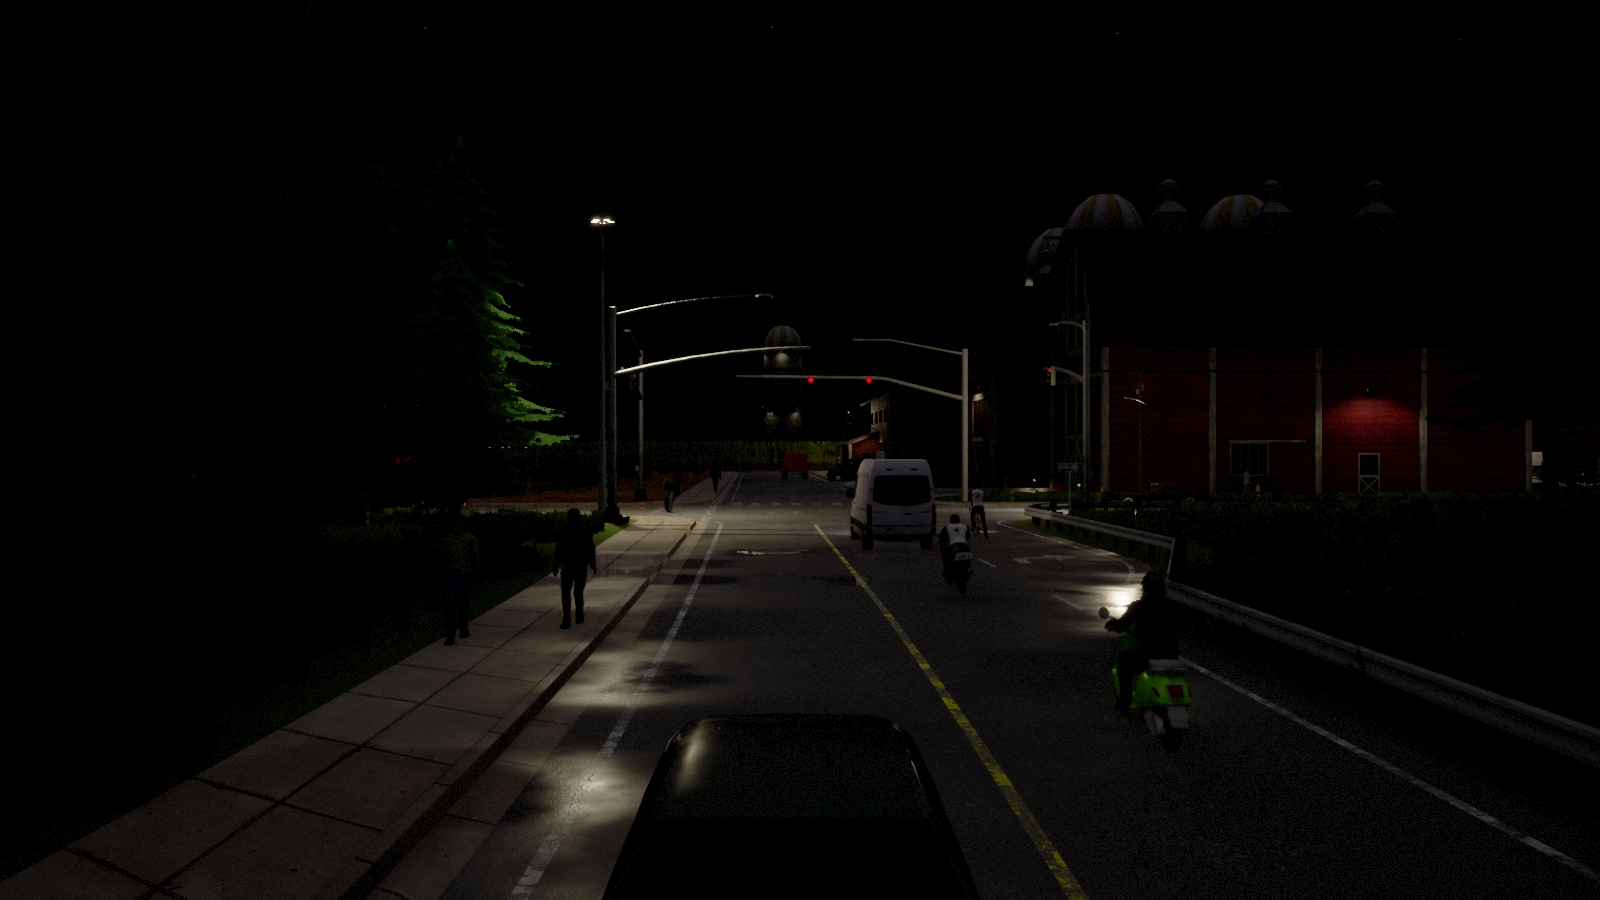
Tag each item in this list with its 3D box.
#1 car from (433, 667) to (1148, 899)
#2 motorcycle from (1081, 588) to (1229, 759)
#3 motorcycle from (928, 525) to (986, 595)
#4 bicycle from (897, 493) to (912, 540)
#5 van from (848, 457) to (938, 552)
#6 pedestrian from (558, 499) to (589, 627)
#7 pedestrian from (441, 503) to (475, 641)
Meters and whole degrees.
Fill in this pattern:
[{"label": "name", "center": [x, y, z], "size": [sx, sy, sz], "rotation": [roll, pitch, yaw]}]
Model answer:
[{"label": "car", "center": [-0.032, 1.973, 4.130], "size": [1.851, 1.617, 3.988], "rotation": [0, 0, 0]}, {"label": "motorcycle", "center": [3.414, 2.115, 11.169], "size": [0.856, 1.316, 1.805], "rotation": [0, 0, -1]}, {"label": "motorcycle", "center": [3.093, 2.159, 22.744], "size": [0.803, 1.199, 2.033], "rotation": [0, 0, -2]}, {"label": "bicycle", "center": [3.290, 2.079, 36.037], "size": [0.373, 1.396, 1.643], "rotation": [0, 0, 3]}, {"label": "van", "center": [2.659, 1.508, 34.092], "size": [1.988, 2.561, 5.915], "rotation": [0, 0, -2]}, {"label": "pedestrian", "center": [-3.363, 1.669, 16.969], "size": [0.375, 1.860, 0.375], "rotation": [0, 0, 2]}, {"label": "pedestrian", "center": [-4.720, 1.670, 15.774], "size": [0.375, 1.860, 0.375], "rotation": [0, 0, -3]}]
